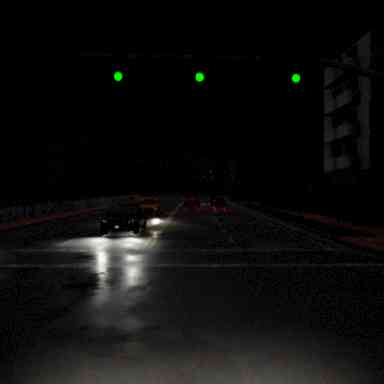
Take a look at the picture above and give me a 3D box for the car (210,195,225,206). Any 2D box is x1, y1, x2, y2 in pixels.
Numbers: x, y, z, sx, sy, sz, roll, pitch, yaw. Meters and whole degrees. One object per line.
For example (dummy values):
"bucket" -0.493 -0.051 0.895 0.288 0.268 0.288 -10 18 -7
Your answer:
"car" 3.520 1.166 45.607 1.812 1.442 4.674 0 0 1

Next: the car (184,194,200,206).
"car" 0.018 0.993 45.307 2.097 1.767 4.553 0 0 1

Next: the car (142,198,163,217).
"car" -3.583 1.251 28.717 1.882 1.535 5.008 0 0 0

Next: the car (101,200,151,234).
"car" -3.588 1.381 18.243 1.812 1.442 4.674 0 0 0
